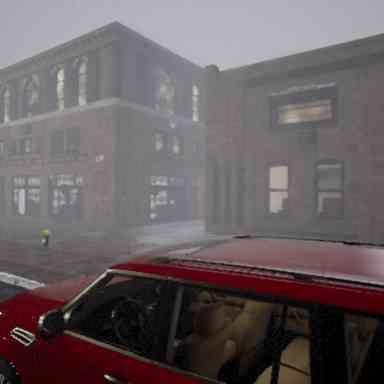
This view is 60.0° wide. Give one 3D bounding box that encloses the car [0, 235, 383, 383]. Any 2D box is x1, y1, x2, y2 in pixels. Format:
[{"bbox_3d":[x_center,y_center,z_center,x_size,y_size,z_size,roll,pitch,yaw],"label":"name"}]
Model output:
[{"bbox_3d":[0.207,1.320,2.711,5.009,1.841,2.192,0,1,36],"label":"car"}]
